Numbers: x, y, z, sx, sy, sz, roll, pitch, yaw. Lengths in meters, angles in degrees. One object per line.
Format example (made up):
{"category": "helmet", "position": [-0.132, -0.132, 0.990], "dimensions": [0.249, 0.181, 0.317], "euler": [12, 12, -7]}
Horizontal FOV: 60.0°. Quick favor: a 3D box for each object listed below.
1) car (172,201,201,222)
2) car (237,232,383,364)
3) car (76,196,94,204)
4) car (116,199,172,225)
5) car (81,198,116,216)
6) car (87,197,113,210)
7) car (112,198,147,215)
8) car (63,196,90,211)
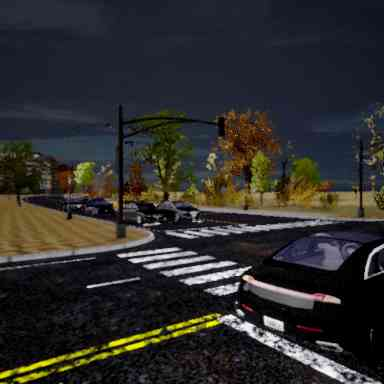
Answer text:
{"category": "car", "position": [-1.185, 1.463, 26.629], "dimensions": [2.128, 1.511, 4.902], "euler": [-1, 0, -33]}
{"category": "car", "position": [2.885, 1.466, 5.885], "dimensions": [4.902, 1.511, 2.128], "euler": [-1, 1, -41]}
{"category": "car", "position": [-20.517, 1.534, 63.667], "dimensions": [2.033, 1.411, 5.357], "euler": [-1, 0, -30]}
{"category": "car", "position": [-3.673, 1.501, 24.499], "dimensions": [1.837, 1.490, 4.892], "euler": [-1, 0, -33]}
{"category": "car", "position": [-9.121, 1.576, 32.783], "dimensions": [1.994, 1.385, 4.181], "euler": [-1, 0, -34]}
{"category": "car", "position": [-12.153, 1.477, 43.487], "dimensions": [1.882, 1.535, 5.008], "euler": [-1, 0, -32]}
{"category": "car", "position": [-6.650, 1.464, 34.947], "dimensions": [1.882, 1.535, 5.008], "euler": [-1, 0, -33]}
{"category": "car", "position": [-14.689, 1.517, 41.413], "dimensions": [2.128, 1.511, 4.902], "euler": [-1, 0, -32]}
